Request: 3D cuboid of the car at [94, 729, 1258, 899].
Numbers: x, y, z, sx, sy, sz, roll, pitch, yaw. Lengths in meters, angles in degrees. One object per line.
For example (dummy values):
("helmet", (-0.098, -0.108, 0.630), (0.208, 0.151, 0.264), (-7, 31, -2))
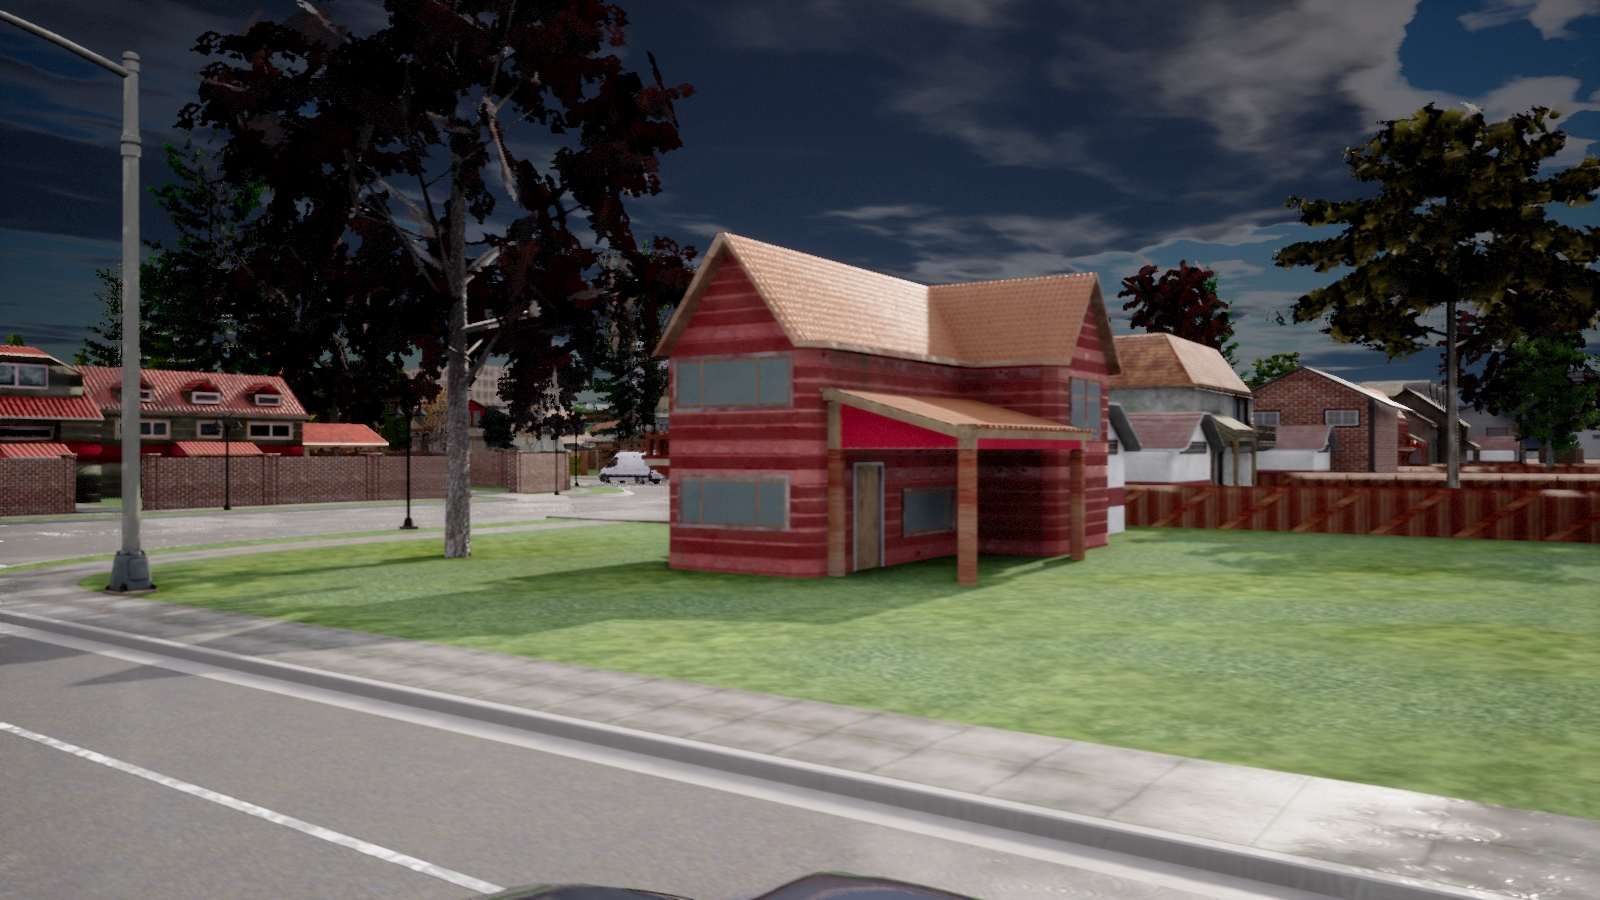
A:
("car", (0.150, 2.107, 3.280), (5.357, 1.411, 2.033), (0, 0, 39))
